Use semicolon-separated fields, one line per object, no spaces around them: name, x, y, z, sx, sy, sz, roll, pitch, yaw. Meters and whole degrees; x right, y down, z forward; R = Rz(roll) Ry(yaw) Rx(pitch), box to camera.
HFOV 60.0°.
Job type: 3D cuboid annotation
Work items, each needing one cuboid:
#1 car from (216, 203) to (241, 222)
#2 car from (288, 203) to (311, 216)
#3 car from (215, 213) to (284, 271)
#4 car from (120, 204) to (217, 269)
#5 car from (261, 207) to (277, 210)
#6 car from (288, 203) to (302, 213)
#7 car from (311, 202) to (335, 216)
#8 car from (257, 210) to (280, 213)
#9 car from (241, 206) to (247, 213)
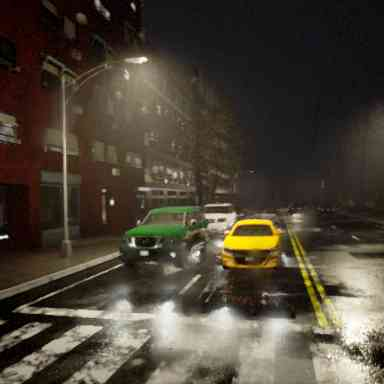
car;1.796;1.834;23.280;2.150;2.045;5.566;-2;-2;15
car;13.937;2.180;43.568;2.097;1.767;4.553;-2;-2;14
car;2.350;1.790;12.377;1.882;1.535;5.008;-2;-2;15
car;-0.775;1.639;13.243;2.150;2.045;5.566;-2;-2;16
car;7.190;2.168;31.146;2.128;1.511;4.902;-2;-2;14
car;16.479;2.551;53.441;1.812;1.442;4.674;-2;-2;15
car;17.115;2.273;42.879;2.033;1.411;5.357;-2;-2;14
car;4.678;2.088;21.418;1.895;1.301;4.718;-2;-2;14
car;4.303;2.153;32.966;2.097;1.767;4.553;-2;-2;15
